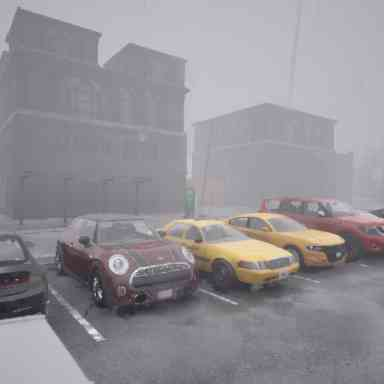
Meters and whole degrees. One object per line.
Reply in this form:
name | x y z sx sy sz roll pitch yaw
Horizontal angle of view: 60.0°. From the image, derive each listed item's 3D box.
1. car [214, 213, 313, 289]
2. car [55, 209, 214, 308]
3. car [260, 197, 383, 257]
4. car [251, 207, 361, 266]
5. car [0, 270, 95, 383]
car | 0.482 1.477 9.550 1.946 1.575 5.366 0 0 -35
car | -1.810 1.354 8.187 2.185 1.767 4.553 0 0 -35
car | 4.929 1.228 12.902 2.435 2.045 5.566 0 0 -35
car | 2.641 1.480 11.317 2.097 1.535 5.008 0 0 -35
car | -3.084 1.600 1.796 4.718 1.301 1.895 0 0 -35
